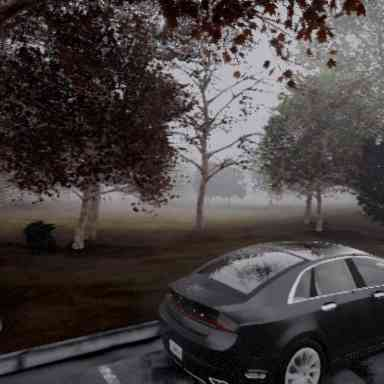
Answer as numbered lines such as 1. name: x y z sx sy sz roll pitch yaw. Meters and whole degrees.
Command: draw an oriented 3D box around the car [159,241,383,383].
1. car: 1.911 1.497 4.962 4.892 1.521 2.231 0 0 -30
